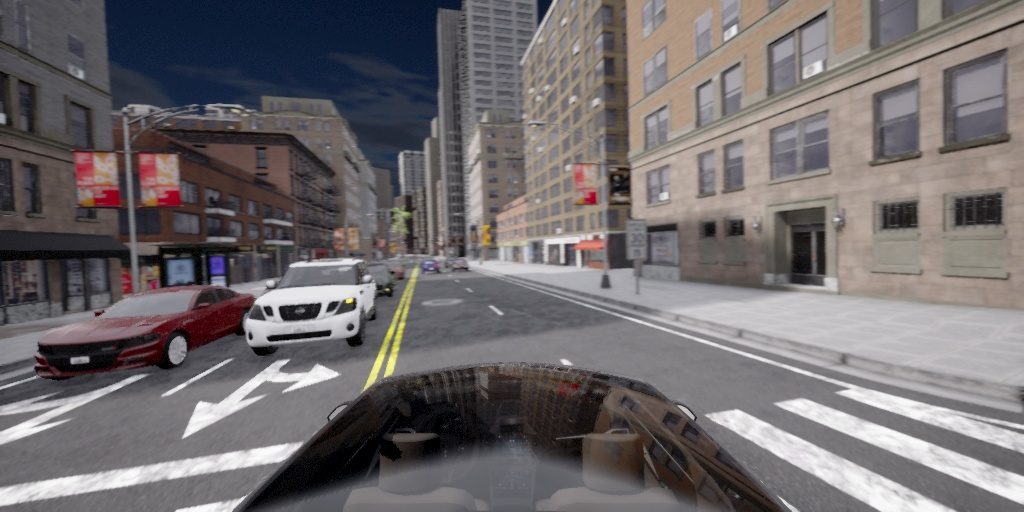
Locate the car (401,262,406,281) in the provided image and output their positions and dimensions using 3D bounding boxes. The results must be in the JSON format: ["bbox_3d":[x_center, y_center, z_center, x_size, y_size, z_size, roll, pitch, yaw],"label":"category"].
[{"bbox_3d":[-10.122,1.138,30.283,2.097,1.767,4.553,-2,1,-13],"label":"car"}]

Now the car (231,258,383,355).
[{"bbox_3d":[-5.017,1.103,9.830,2.150,2.045,5.566,-2,1,-16],"label":"car"}]

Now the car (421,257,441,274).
[{"bbox_3d":[-8.806,1.141,38.931,1.812,1.442,4.674,-2,1,-14],"label":"car"}]

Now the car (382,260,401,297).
[{"bbox_3d":[-7.287,1.190,18.973,2.097,1.767,4.553,-2,1,-14],"label":"car"}]

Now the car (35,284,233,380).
[{"bbox_3d":[-8.004,1.493,8.503,1.882,1.535,5.008,-2,1,-15],"label":"car"}]

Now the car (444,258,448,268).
[{"bbox_3d":[-8.680,0.928,51.631,2.128,1.511,4.902,-2,1,-14],"label":"car"}]

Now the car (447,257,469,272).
[{"bbox_3d":[-5.916,1.029,40.639,2.033,1.411,5.357,-2,1,-12],"label":"car"}]
